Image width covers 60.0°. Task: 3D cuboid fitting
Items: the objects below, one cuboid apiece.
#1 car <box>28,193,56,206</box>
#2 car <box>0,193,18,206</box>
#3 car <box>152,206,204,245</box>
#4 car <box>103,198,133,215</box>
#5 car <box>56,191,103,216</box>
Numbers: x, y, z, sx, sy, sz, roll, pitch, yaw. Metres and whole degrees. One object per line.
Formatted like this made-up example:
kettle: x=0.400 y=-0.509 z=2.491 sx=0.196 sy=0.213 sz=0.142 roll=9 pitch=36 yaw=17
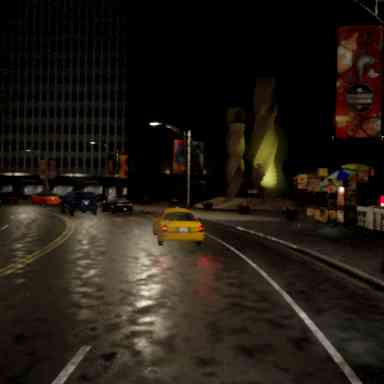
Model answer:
car: x=-19.368 y=0.854 z=43.432 sx=4.553 sy=1.767 sz=2.097 roll=1 pitch=0 yaw=35
car: x=-24.411 y=0.889 z=42.516 sx=5.008 sy=1.535 sz=1.882 roll=1 pitch=0 yaw=30
car: x=-0.758 y=1.393 z=15.022 sx=1.801 sy=1.575 sz=5.366 roll=1 pitch=0 yaw=-10
car: x=-7.048 y=1.262 z=30.866 sx=2.128 sy=1.511 sz=4.902 roll=1 pitch=0 yaw=-32
car: x=-9.973 y=0.943 z=29.174 sx=2.150 sy=2.045 sz=5.566 roll=1 pitch=0 yaw=-32
